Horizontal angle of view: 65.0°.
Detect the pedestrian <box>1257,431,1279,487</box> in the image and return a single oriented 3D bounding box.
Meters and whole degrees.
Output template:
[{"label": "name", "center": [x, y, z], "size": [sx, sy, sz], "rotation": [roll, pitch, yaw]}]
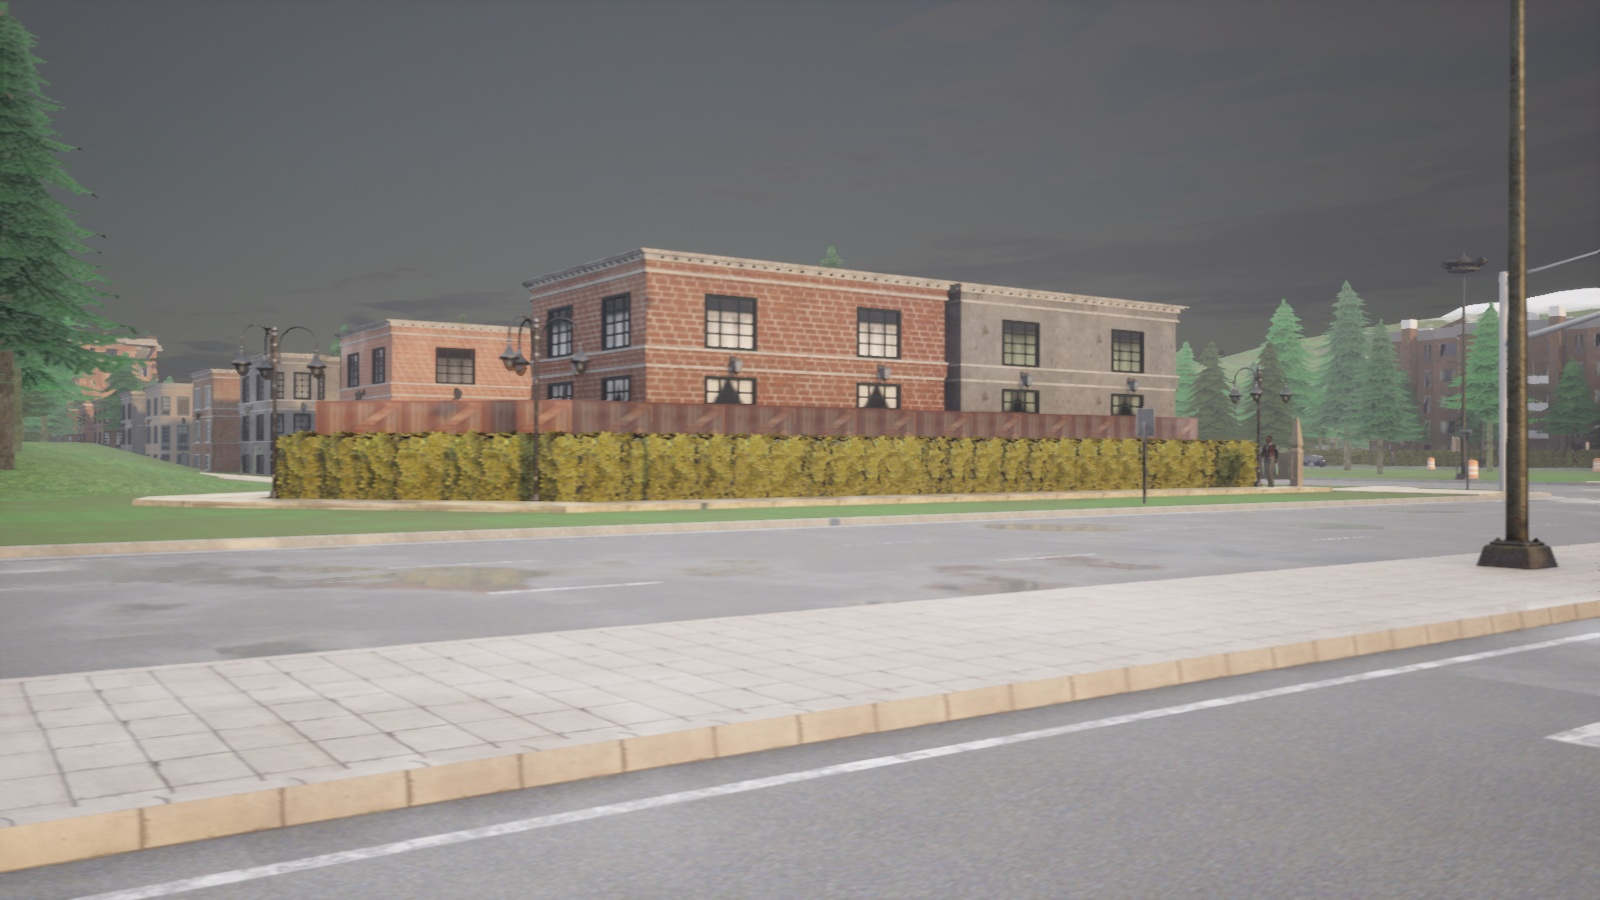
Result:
[{"label": "pedestrian", "center": [16.446, 0.320, 44.132], "size": [0.666, 1.930, 0.402], "rotation": [0, 0, -35]}]
